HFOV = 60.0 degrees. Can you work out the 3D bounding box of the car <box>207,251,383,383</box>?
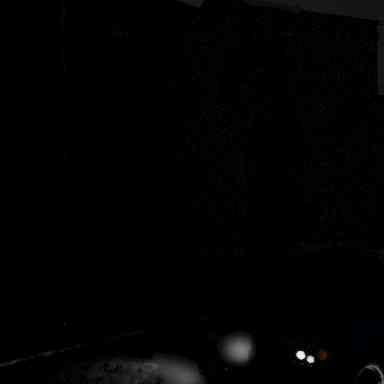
[{"bbox_3d":[2.312,1.582,4.608,4.181,1.385,1.994,0,0,-28],"label":"car"}]
